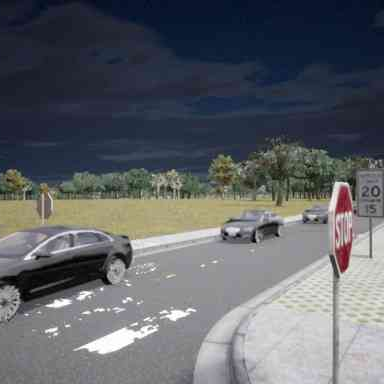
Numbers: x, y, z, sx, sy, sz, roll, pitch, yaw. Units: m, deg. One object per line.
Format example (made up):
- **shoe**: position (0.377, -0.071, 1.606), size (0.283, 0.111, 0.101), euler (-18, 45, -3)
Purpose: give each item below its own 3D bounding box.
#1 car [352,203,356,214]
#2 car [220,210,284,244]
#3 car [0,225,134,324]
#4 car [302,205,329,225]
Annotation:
- **car**: position (19.412, 2.058, 40.004), size (2.033, 1.411, 5.357), euler (0, -1, 36)
- **car**: position (3.253, 1.696, 17.316), size (2.128, 1.511, 4.902), euler (0, -1, 35)
- **car**: position (-3.348, 1.557, 7.517), size (2.128, 1.511, 4.902), euler (0, -1, 29)
- **car**: position (10.692, 1.841, 27.806), size (2.128, 1.511, 4.902), euler (0, -1, 35)
